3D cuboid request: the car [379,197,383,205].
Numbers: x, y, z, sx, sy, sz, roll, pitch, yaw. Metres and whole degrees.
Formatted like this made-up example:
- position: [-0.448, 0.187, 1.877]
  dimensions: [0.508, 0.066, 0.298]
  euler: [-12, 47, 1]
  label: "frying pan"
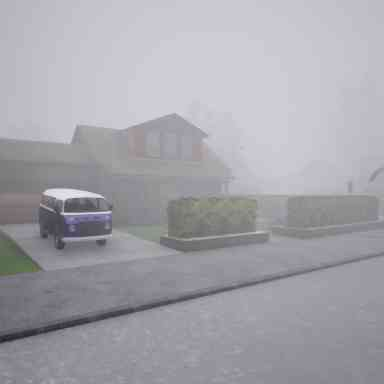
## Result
- position: [24.676, 0.985, 41.440]
  dimensions: [3.866, 1.878, 1.905]
  euler: [0, 0, 0]
  label: "car"
